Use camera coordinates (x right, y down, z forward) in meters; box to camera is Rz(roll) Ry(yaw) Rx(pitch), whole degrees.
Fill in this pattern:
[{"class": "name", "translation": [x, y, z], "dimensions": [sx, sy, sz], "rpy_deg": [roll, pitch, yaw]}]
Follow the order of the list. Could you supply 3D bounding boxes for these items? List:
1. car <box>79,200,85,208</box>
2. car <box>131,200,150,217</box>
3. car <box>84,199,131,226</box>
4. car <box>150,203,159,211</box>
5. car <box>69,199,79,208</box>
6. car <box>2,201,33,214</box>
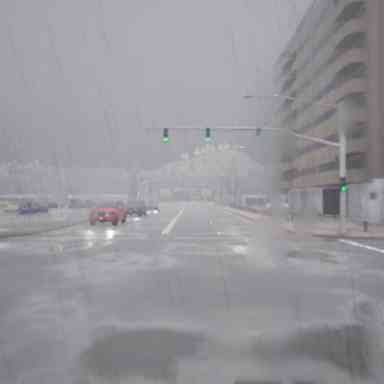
[{"class": "car", "translation": [-21.060, 2.397, 68.472], "dimensions": [1.932, 1.855, 4.605], "rpy_deg": [0, -1, 0]}, {"class": "car", "translation": [-7.085, 1.987, 41.672], "dimensions": [2.150, 2.045, 5.566], "rpy_deg": [0, -1, 2]}, {"class": "car", "translation": [-7.105, 1.754, 28.694], "dimensions": [2.150, 2.045, 5.566], "rpy_deg": [0, -1, 0]}, {"class": "car", "translation": [-7.033, 2.658, 60.132], "dimensions": [1.994, 1.385, 4.181], "rpy_deg": [0, -1, 1]}, {"class": "car", "translation": [-23.954, 2.401, 68.537], "dimensions": [1.905, 1.878, 3.866], "rpy_deg": [0, -1, 0]}, {"class": "car", "translation": [-26.718, 2.329, 51.077], "dimensions": [1.970, 1.475, 3.806], "rpy_deg": [0, -1, 0]}]
